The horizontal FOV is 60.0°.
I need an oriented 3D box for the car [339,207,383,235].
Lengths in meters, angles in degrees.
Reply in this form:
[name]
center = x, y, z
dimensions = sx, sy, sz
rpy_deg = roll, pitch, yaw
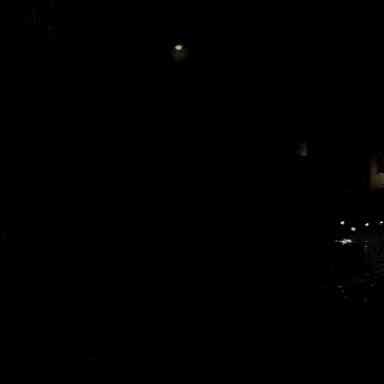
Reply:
[car]
center = 10.805, 1.607, 19.372
dimensions = 5.357, 1.411, 2.033
rpy_deg = 0, 0, -35
